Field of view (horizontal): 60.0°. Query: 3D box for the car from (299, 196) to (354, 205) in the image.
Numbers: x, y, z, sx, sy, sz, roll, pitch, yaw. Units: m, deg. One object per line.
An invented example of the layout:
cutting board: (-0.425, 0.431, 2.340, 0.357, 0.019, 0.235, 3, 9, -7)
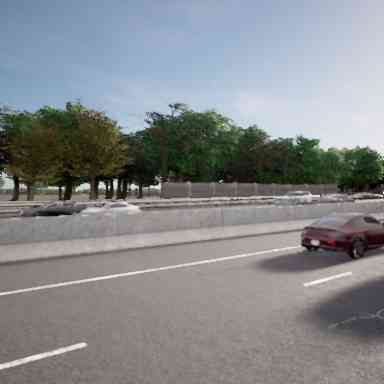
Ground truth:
car: (12.130, 1.316, 29.822, 4.892, 1.490, 1.837, -1, 0, -35)

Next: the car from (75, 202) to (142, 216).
car: (-6.134, 1.487, 25.404, 4.674, 1.442, 1.812, 0, 0, -35)

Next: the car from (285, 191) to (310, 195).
car: (13.508, 0.935, 43.682, 5.566, 2.045, 2.150, -1, 0, -35)

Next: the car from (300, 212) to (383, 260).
car: (5.922, 1.472, 12.263, 4.674, 1.442, 1.812, 0, 0, -35)

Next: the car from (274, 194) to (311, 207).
car: (10.097, 1.303, 32.670, 4.902, 1.511, 2.128, -1, 0, -35)

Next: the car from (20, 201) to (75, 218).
car: (-10.741, 1.473, 26.164, 4.902, 1.511, 2.128, 0, 0, -37)
